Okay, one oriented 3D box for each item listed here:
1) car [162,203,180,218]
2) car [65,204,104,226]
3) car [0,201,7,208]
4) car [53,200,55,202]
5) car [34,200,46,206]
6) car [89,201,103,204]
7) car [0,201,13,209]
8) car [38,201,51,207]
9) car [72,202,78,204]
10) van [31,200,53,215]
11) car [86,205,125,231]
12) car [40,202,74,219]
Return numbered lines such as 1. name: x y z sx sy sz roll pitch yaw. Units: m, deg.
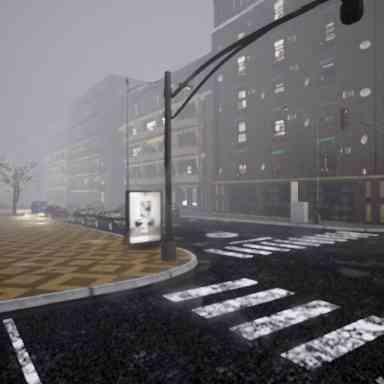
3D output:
1. car: -3.018 1.817 34.593 1.967 1.590 4.097 -2 0 -36
2. car: -8.703 1.965 27.717 2.008 1.369 4.403 -2 0 -36
3. car: -44.511 2.857 77.424 1.887 1.381 4.507 -2 0 -36
4. car: -31.195 2.520 73.312 1.967 1.590 4.097 -2 0 -36
5. car: -37.722 2.789 82.336 1.887 1.381 4.507 -2 0 -36
6. car: -14.868 2.111 50.756 1.967 1.590 4.097 -2 0 -36
7. car: -37.981 2.699 68.400 2.008 1.369 4.403 -2 0 -36
8. car: -34.456 2.728 77.824 1.947 1.339 4.313 -2 0 -36
9. car: -21.397 2.416 59.777 1.802 1.307 4.206 -2 0 -36
10. van: -19.699 2.031 43.080 1.690 1.788 3.998 -2 0 -36
11. car: -5.438 1.884 23.205 2.008 1.369 4.403 -2 0 -36
12. car: -14.780 2.111 36.193 1.887 1.381 4.507 -2 0 -36
